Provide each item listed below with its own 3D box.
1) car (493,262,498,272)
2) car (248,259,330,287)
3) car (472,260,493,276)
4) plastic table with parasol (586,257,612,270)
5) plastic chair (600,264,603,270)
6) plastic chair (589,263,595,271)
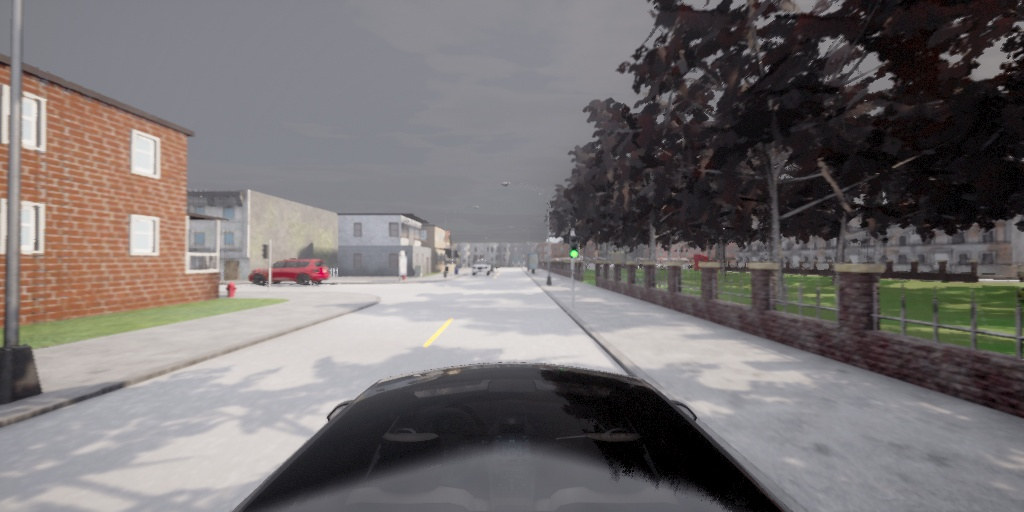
[{"bbox_3d":[-3.991,2.002,59.850,2.033,1.411,5.357,0,-1,1],"label":"car"},{"bbox_3d":[-17.295,1.293,28.016,5.566,2.045,2.150,0,-1,-1],"label":"car"},{"bbox_3d":[-4.086,1.535,48.138,2.150,2.045,5.566,0,-1,0],"label":"car"},{"bbox_3d":[15.294,1.434,62.964,2.482,2.480,2.482,0,0,-40],"label":"plastic table with parasol"},{"bbox_3d":[16.027,2.024,61.965,0.750,1.272,0.730,0,0,-40],"label":"plastic chair"},{"bbox_3d":[14.320,2.035,62.062,0.730,1.272,0.750,0,0,-35],"label":"plastic chair"}]
